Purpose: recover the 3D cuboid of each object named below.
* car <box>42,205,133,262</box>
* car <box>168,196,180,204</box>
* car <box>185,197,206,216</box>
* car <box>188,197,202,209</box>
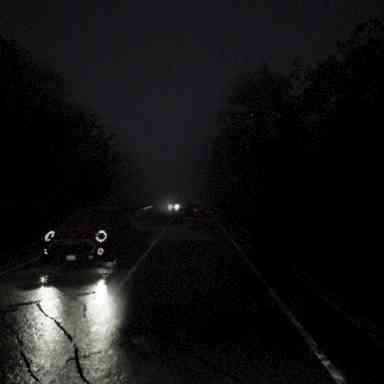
[{"bbox_3d":[-3.519,1.332,11.967,2.097,1.767,4.553,0,0,0],"label":"car"},{"bbox_3d":[-3.092,1.381,58.752,2.128,1.511,4.902,0,0,1],"label":"car"},{"bbox_3d":[0.321,1.442,32.244,1.882,1.535,5.008,0,0,0],"label":"car"},{"bbox_3d":[0.427,1.447,46.922,1.837,1.490,4.892,0,1,0],"label":"car"}]
